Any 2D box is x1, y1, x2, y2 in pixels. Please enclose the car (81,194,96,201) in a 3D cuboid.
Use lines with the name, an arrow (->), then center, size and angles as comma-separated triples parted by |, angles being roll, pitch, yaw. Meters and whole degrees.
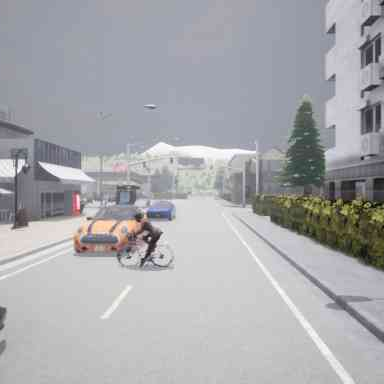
car -> -19.982, 1.423, 61.927 | 1.970, 1.475, 3.806 | 0, 0, 2

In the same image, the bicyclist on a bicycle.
bicyclist on a bicycle -> -1.389, 1.453, 9.796 | 1.656, 1.620, 0.582 | -2, 0, 2

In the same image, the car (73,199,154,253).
car -> -3.080, 1.352, 13.588 | 2.097, 1.767, 4.553 | 0, 0, 3

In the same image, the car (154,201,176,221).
car -> -2.406, 1.477, 27.117 | 1.882, 1.535, 5.008 | 0, 0, 3

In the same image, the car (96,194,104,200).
car -> -22.568, 1.288, 79.106 | 1.932, 1.855, 4.605 | 0, 0, 2

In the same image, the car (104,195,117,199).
car -> -16.037, 1.489, 68.822 | 2.007, 1.523, 4.514 | 0, 0, 2

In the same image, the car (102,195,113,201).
car -> -22.264, 1.552, 87.579 | 1.970, 1.475, 3.806 | 0, 0, 2

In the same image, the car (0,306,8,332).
car -> -3.531, 1.548, 2.281 | 2.033, 1.411, 5.357 | 0, 0, 1
